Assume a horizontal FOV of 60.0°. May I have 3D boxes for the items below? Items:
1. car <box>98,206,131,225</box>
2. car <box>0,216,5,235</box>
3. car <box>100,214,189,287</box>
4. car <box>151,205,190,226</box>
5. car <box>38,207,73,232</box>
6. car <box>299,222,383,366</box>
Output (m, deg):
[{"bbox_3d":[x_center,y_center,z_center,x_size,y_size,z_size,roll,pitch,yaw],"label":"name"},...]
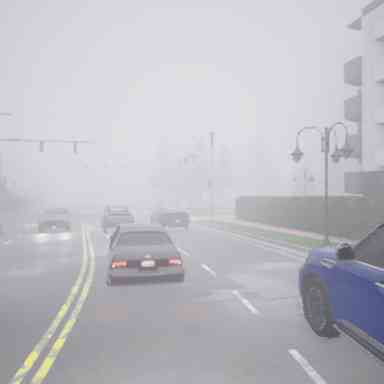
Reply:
[{"bbox_3d":[-4.869,1.628,21.234,2.128,1.511,4.902,0,0,-18],"label":"car"},{"bbox_3d":[-10.842,1.661,16.608,2.033,1.411,5.357,0,0,-18],"label":"car"},{"bbox_3d":[-1.494,1.609,9.642,2.033,1.411,5.357,0,0,-12],"label":"car"},{"bbox_3d":[-1.602,1.618,22.466,1.882,1.535,5.008,0,0,-17],"label":"car"},{"bbox_3d":[-8.853,1.691,21.821,2.033,1.411,5.357,0,0,-19],"label":"car"},{"bbox_3d":[3.149,1.244,3.629,2.150,2.045,5.566,0,0,-5],"label":"car"}]
